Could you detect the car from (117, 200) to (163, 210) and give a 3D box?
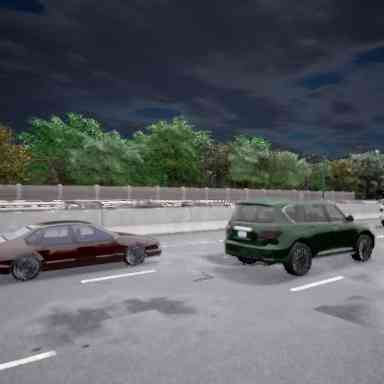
[{"bbox_3d":[-5.389,1.564,34.535,4.902,1.511,2.128,1,0,-35],"label":"car"}]

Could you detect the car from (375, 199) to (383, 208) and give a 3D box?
[{"bbox_3d":[34.181,1.950,58.331,4.892,1.490,1.837,1,-1,-35],"label":"car"}]

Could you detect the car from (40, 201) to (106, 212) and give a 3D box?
[{"bbox_3d":[-7.360,1.367,20.235,4.553,1.767,2.097,0,0,-35],"label":"car"}]

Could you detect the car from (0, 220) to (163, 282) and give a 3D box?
[{"bbox_3d":[-3.564,1.553,9.802,5.357,1.411,2.033,0,0,-35],"label":"car"}]

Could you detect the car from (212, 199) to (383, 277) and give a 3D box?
[{"bbox_3d":[3.546,1.250,10.573,5.566,2.045,2.150,0,0,-35],"label":"car"}]

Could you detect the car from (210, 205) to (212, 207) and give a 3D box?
[{"bbox_3d":[4.829,1.692,33.227,5.357,1.411,2.033,1,0,-35],"label":"car"}]

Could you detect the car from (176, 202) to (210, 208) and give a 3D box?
[{"bbox_3d":[0.250,1.675,34.257,4.181,1.385,1.994,1,0,-35],"label":"car"}]

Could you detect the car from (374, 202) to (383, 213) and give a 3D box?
[{"bbox_3d":[26.168,2.059,44.112,4.181,1.385,1.994,1,-1,-35],"label":"car"}]

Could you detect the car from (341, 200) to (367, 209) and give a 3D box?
[{"bbox_3d":[28.626,2.137,58.688,5.008,1.535,1.882,1,-1,-35],"label":"car"}]
